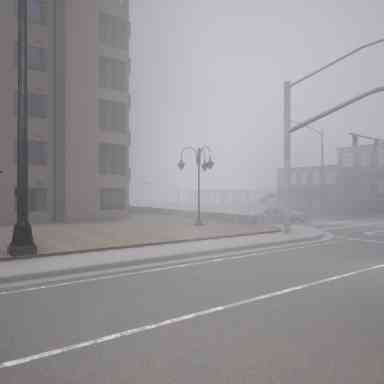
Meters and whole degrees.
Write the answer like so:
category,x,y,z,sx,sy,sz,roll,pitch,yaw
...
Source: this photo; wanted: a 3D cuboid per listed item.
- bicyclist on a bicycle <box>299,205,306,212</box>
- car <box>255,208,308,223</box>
category,x,y,z,sx,sy,sz,roll,pitch,yaw
bicyclist on a bicycle,13.574,2.468,40.692,1.656,1.620,0.582,0,-8,-35
car,7.957,2.099,29.829,1.895,1.301,4.718,0,-4,-36
